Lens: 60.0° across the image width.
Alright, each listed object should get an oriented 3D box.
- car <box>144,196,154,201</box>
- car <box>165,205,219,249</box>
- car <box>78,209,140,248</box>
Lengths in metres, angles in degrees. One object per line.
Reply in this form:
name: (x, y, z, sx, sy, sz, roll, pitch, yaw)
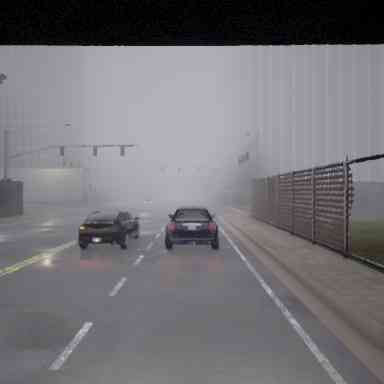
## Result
car: (-10.500, 1.542, 80.794, 1.895, 1.301, 4.718, 0, 0, 0)
car: (0.000, 1.365, 14.620, 2.097, 1.767, 4.553, 0, 0, 0)
car: (-3.500, 1.515, 14.650, 1.837, 1.490, 4.892, 0, 0, 0)
